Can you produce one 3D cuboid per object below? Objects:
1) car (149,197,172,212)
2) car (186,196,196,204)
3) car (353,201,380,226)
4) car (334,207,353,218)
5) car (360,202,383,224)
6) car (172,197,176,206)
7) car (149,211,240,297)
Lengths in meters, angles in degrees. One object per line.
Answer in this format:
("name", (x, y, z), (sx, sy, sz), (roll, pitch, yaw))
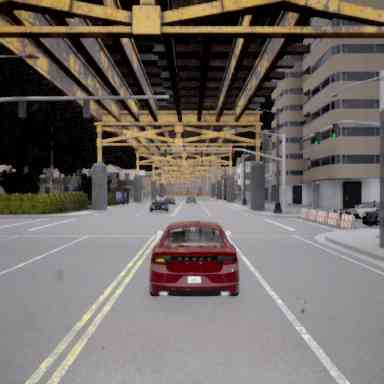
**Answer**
("car", (-3.684, 1.560, 38.282), (1.994, 1.385, 4.181), (0, 0, 0))
("car", (-0.153, 1.540, 63.319), (2.033, 1.411, 5.357), (0, 0, 0))
("car", (13.211, 1.450, 21.343), (4.974, 1.542, 2.038), (0, 0, -20))
("car", (13.574, 1.292, 25.481), (4.536, 1.218, 1.853), (0, 0, 25))
("car", (13.259, 1.293, 21.361), (4.536, 1.218, 1.853), (0, 0, -20))
("car", (-3.699, 1.541, 54.908), (2.033, 1.411, 5.357), (0, 0, 0))
("car", (0.053, 1.477, 8.643), (1.882, 1.535, 5.008), (0, 0, 0))
